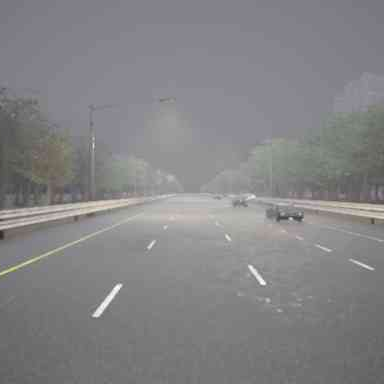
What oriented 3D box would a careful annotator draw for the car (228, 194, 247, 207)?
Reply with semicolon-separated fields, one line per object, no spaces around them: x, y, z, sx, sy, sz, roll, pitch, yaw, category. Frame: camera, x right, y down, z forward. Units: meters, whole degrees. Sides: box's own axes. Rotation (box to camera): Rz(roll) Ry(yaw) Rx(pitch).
7.145;1.396;51.016;2.097;1.767;4.553;0;0;0;car

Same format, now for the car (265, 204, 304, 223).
7.040;1.620;25.840;1.895;1.301;4.718;0;0;0;car
